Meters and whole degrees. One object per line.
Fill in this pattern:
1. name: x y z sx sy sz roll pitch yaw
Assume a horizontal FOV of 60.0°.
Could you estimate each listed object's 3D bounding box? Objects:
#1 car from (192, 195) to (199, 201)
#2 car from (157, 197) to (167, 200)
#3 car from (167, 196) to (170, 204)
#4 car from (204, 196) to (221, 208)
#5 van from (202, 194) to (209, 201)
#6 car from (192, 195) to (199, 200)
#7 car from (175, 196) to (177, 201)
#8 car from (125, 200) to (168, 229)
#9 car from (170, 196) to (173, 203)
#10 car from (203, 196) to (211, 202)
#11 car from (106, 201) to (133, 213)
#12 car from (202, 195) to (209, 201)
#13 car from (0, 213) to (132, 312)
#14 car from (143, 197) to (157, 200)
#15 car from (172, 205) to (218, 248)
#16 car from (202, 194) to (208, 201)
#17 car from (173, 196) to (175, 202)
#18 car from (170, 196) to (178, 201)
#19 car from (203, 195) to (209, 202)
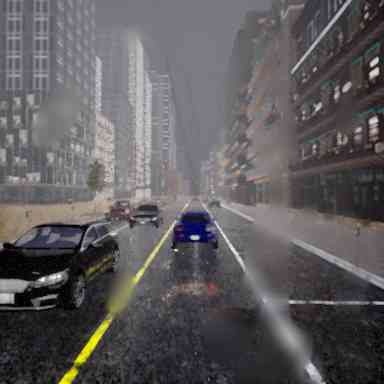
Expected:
1. car: 0.892 1.704 83.834 1.895 1.301 4.718 1 0 1
2. car: -5.185 1.549 48.181 2.008 1.369 4.403 1 0 1
3. car: -5.124 1.447 53.713 1.967 1.590 4.097 1 0 1
4. car: 3.194 1.623 48.089 2.008 1.369 4.403 1 0 1
5. van: 3.617 1.483 86.815 1.690 1.788 3.998 1 0 1
6. car: 1.004 1.520 93.867 1.837 1.490 4.892 1 0 1
7. car: -4.886 1.569 75.672 1.752 1.417 4.829 1 0 1
8. car: -2.862 1.516 21.844 1.812 1.442 4.674 0 0 1
9. car: -5.065 1.566 59.245 2.008 1.369 4.403 1 0 1
10. car: 3.555 1.712 81.283 1.802 1.307 4.206 1 0 1
11. car: -5.426 1.411 26.051 1.967 1.590 4.097 1 0 1
12. car: 3.676 1.594 92.347 1.967 1.590 4.097 1 0 1
13. car: -3.031 1.470 7.864 2.128 1.511 4.902 1 0 1
14. car: -5.307 1.509 36.946 1.752 1.417 4.829 1 0 1
15. car: 0.141 1.537 14.714 1.812 1.442 4.674 1 0 1
16. car: 3.436 1.547 70.218 1.967 1.590 4.097 1 0 1
17. car: -5.005 1.569 64.777 1.887 1.381 4.507 1 0 1
18. car: -4.765 1.650 86.907 1.802 1.307 4.206 1 0 1
19. car: 3.254 1.631 53.621 2.008 1.369 4.403 1 0 1
